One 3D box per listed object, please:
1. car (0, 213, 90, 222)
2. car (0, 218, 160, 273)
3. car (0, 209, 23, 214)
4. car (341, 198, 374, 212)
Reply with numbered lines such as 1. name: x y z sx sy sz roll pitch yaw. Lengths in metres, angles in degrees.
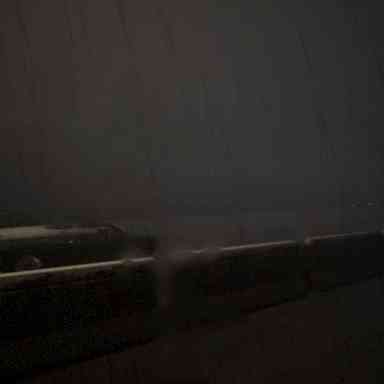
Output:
1. car: -5.153 1.626 13.214 4.718 1.301 1.895 0 0 -36
2. car: -3.449 1.623 10.130 4.718 1.301 1.895 0 0 -35
3. car: -9.181 1.500 14.640 4.902 1.511 2.128 1 0 -35
4. car: 19.688 1.502 39.518 5.008 1.535 1.882 0 0 -35
